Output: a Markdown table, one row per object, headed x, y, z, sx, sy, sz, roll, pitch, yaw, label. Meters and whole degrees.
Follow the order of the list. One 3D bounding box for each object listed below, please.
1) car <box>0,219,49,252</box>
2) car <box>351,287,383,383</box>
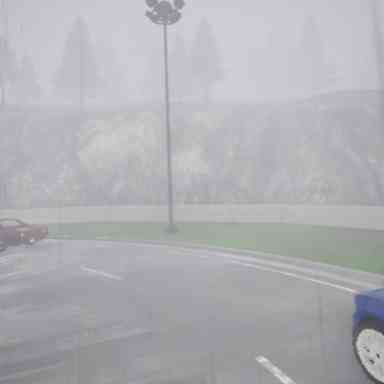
| x | y | z | sx | sy | sz | roll | pitch | yaw | label |
| --- | --- | --- | --- | --- | --- | --- | --- | --- | --- |
| -9.048 | 1.875 | 14.960 | 4.718 | 1.301 | 1.895 | -2 | 0 | 15 | car |
| 3.224 | 1.376 | 2.296 | 1.882 | 1.535 | 5.008 | -1 | 0 | -9 | car |
